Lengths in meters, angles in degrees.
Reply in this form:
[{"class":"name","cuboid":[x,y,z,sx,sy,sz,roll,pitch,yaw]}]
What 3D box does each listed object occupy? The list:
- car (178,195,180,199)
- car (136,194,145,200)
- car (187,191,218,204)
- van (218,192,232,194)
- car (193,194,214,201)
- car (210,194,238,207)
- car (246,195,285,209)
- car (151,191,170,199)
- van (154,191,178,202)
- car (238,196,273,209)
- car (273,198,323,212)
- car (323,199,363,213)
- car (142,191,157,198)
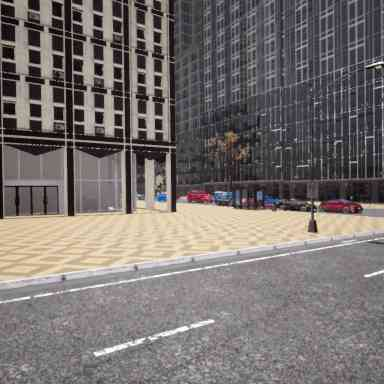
[{"class":"car","cuboid":[-4.183,0.936,73.070,1.802,1.307,4.206,0,1,-34]},{"class":"car","cuboid":[-11.111,1.039,68.355,2.008,1.369,4.403,0,1,-34]},{"class":"car","cuboid":[1.355,0.830,54.661,2.150,2.045,5.566,-1,3,-34]},{"class":"van","cuboid":[5.412,0.855,58.972,1.690,1.788,3.998,0,1,-34]},{"class":"car","cuboid":[2.214,1.043,63.673,1.802,1.307,4.206,0,1,-34]},{"class":"car","cuboid":[4.837,1.319,44.836,1.947,1.339,4.313,0,1,-34]},{"class":"car","cuboid":[9.370,1.227,42.863,1.882,1.535,5.008,-1,1,-34]},{"class":"car","cuboid":[-7.382,0.615,77.765,2.192,1.841,5.009,0,1,-34]},{"class":"van","cuboid":[-4.713,0.937,58.956,1.690,1.788,3.998,0,1,-34]},{"class":"car","cuboid":[7.987,1.388,40.105,1.802,1.307,4.206,0,1,-34]},{"class":"car","cuboid":[11.172,1.424,35.395,1.947,1.339,4.313,0,1,-34]},{"class":"car","cuboid":[15.258,1.408,34.211,1.994,1.385,4.181,-1,1,-34]},{"class":"car","cuboid":[-10.581,0.686,82.464,1.967,1.590,4.097,0,1,-34]}]
